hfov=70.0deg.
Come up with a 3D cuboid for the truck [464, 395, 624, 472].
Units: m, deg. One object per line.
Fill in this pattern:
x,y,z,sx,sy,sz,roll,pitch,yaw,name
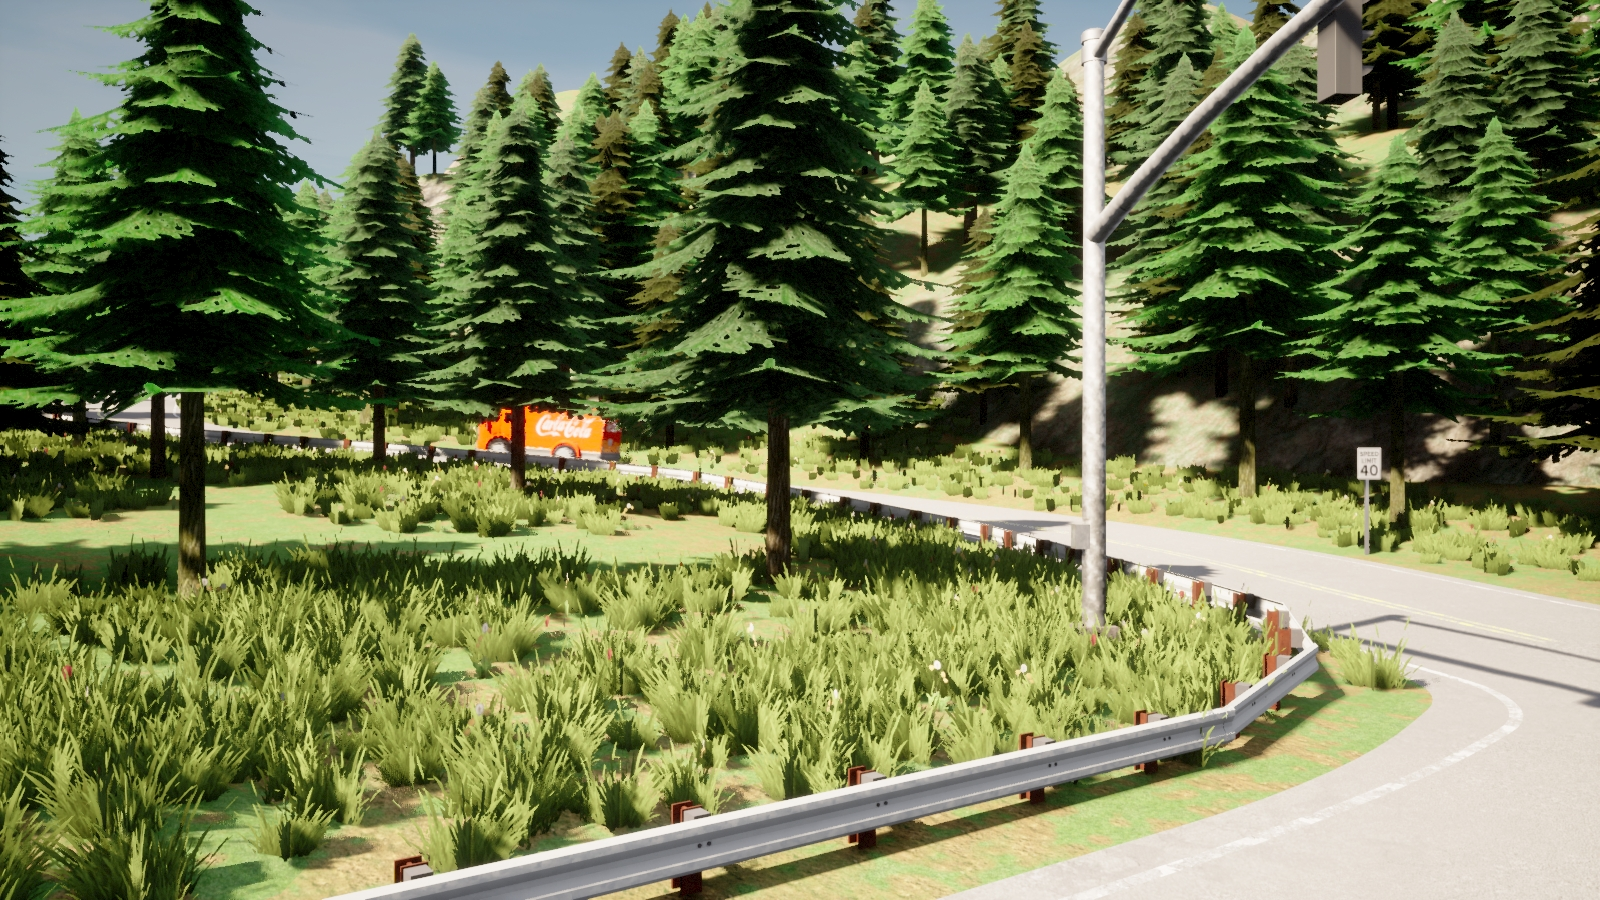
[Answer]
-9.748,-0.611,43.735,5.204,2.467,2.627,4,0,9,truck
